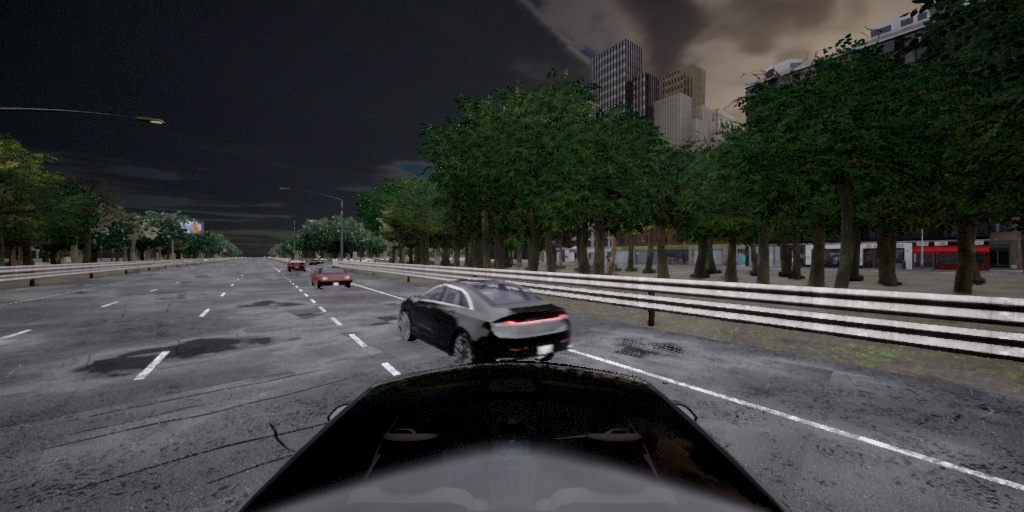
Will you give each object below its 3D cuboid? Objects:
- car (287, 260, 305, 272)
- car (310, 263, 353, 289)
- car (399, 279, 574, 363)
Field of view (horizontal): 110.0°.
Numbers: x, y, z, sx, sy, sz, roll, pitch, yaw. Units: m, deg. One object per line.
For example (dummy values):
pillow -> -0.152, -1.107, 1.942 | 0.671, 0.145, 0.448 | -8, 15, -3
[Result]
car -> -28.427, 1.226, 47.189 | 1.882, 1.535, 5.008 | 0, 0, -33
car -> -11.726, 1.350, 23.099 | 1.895, 1.301, 4.718 | 0, 0, -35
car -> -0.872, 1.241, 7.570 | 2.128, 1.511, 4.902 | 0, 0, -35
